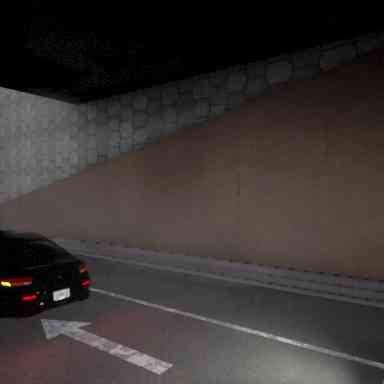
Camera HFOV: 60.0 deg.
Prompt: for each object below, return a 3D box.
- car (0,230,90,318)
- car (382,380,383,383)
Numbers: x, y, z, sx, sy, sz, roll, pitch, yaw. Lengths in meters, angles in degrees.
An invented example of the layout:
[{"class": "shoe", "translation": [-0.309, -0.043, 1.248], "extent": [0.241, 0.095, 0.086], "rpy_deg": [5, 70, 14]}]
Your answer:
[{"class": "car", "translation": [-4.028, 1.526, 6.848], "extent": [4.674, 1.442, 1.812], "rpy_deg": [0, 0, 36]}, {"class": "car", "translation": [3.540, 1.505, 1.388], "extent": [4.892, 1.490, 1.837], "rpy_deg": [0, 0, 36]}]
